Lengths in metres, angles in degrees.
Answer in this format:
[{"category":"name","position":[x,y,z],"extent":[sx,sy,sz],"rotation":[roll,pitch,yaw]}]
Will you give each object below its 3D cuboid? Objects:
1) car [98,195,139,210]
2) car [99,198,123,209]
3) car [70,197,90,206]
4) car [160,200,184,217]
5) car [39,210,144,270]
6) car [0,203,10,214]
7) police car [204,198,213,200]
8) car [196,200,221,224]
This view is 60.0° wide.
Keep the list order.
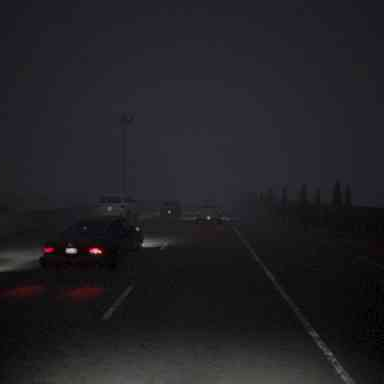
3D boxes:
[{"category":"car","position":[-5.703,1.233,26.267],"extent":[2.150,2.045,5.566],"rotation":[0,0,3]},{"category":"car","position":[-11.740,1.608,48.600],"extent":[2.033,1.411,5.357],"rotation":[0,0,3]},{"category":"car","position":[-18.427,1.543,54.954],"extent":[1.882,1.535,5.008],"rotation":[0,-1,3]},{"category":"car","position":[-1.908,1.543,32.267],"extent":[1.837,1.490,4.892],"rotation":[0,0,3]},{"category":"car","position":[-2.946,1.544,10.950],"extent":[2.033,1.411,5.357],"rotation":[0,0,3]},{"category":"car","position":[-16.417,1.470,26.072],"extent":[2.128,1.511,4.902],"rotation":[0,0,3]},{"category":"police car","position":[2.054,1.578,41.664],"extent":[2.038,1.542,4.974],"rotation":[0,-1,3]},{"category":"car","position":[1.250,1.557,25.269],"extent":[1.812,1.442,4.674],"rotation":[0,0,2]}]
